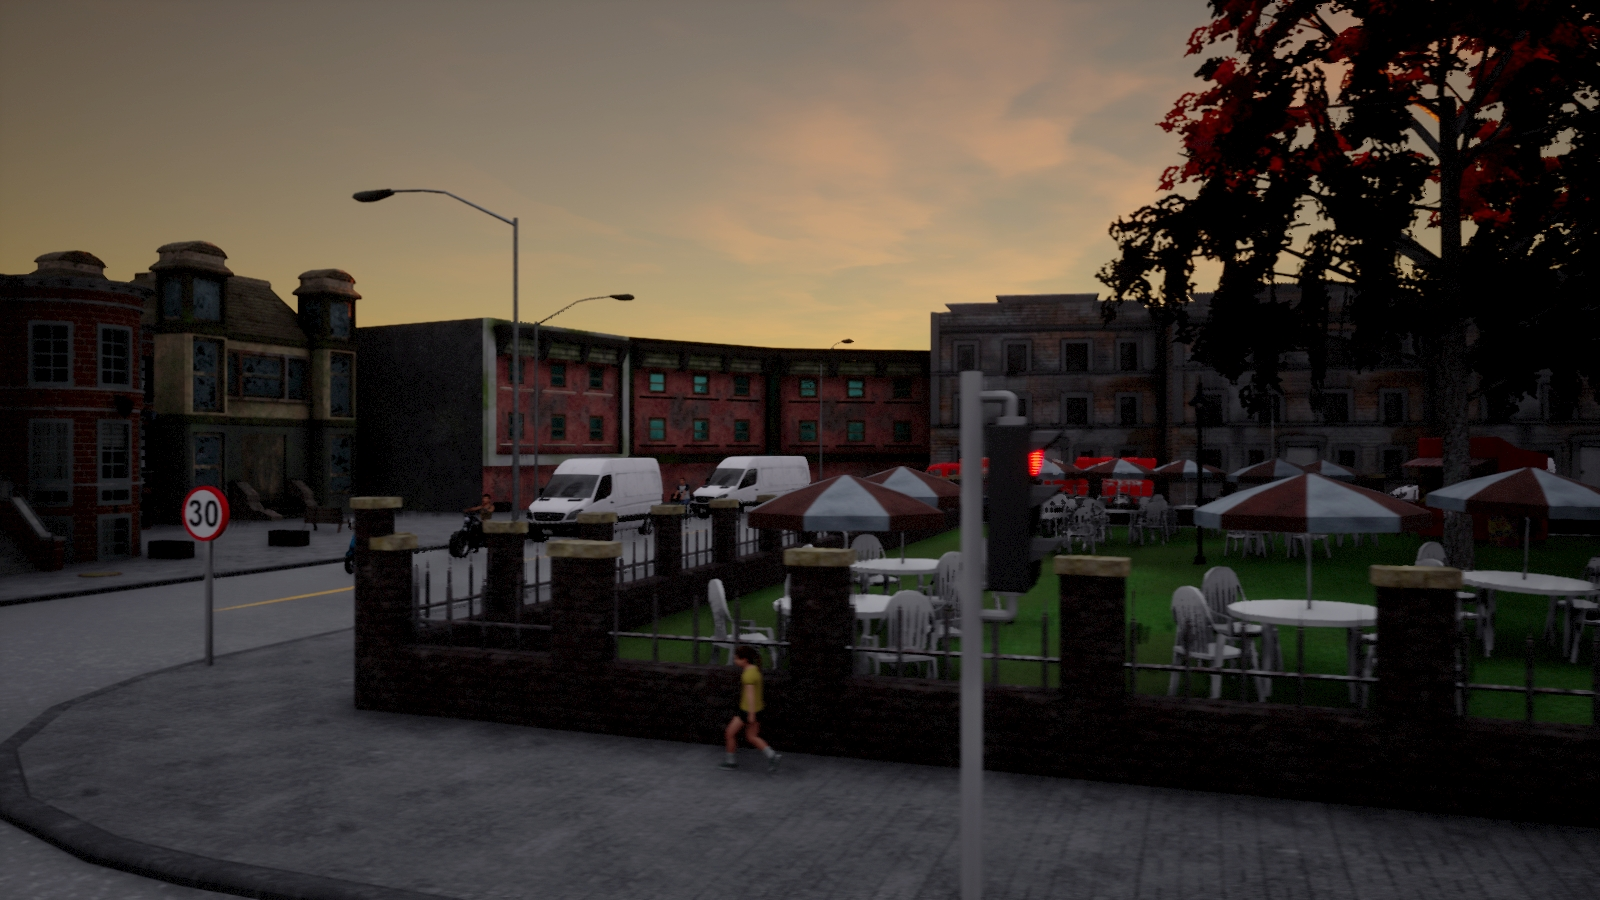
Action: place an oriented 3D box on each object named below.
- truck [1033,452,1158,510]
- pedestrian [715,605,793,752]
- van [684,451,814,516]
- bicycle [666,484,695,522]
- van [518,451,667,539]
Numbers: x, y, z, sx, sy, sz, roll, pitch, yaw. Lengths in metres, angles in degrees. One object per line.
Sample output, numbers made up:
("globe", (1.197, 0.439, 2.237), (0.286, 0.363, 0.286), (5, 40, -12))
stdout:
("truck", (13.285, 1.348, 51.276), (5.204, 2.467, 2.627), (0, 0, 19))
("pedestrian", (-0.380, 1.896, 9.586), (0.500, 1.100, 0.500), (0, 0, 20))
("van", (-2.024, 1.315, 47.621), (1.988, 2.561, 5.915), (0, 0, 39))
("bicycle", (-4.358, 1.936, 41.881), (0.373, 1.296, 1.643), (0, 0, 20))
("van", (-6.438, 1.314, 36.288), (1.988, 2.561, 5.915), (0, 0, 19))
